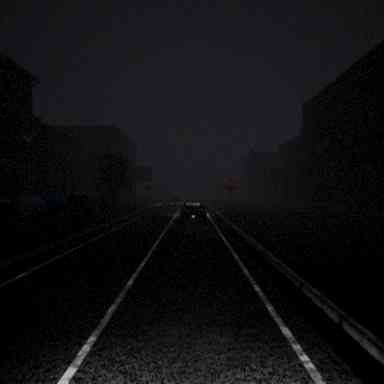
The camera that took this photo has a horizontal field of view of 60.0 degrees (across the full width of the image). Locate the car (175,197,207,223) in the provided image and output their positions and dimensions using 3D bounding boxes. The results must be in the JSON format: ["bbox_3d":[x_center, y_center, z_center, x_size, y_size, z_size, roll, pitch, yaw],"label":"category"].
[{"bbox_3d":[0.090,1.408,24.613,2.128,1.511,4.902,0,0,0],"label":"car"}]

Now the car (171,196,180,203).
[{"bbox_3d":[-3.042,1.376,64.376,1.895,1.301,4.718,0,0,0],"label":"car"}]

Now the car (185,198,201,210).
[{"bbox_3d":[0.082,1.478,41.976,1.895,1.301,4.718,0,0,0],"label":"car"}]
